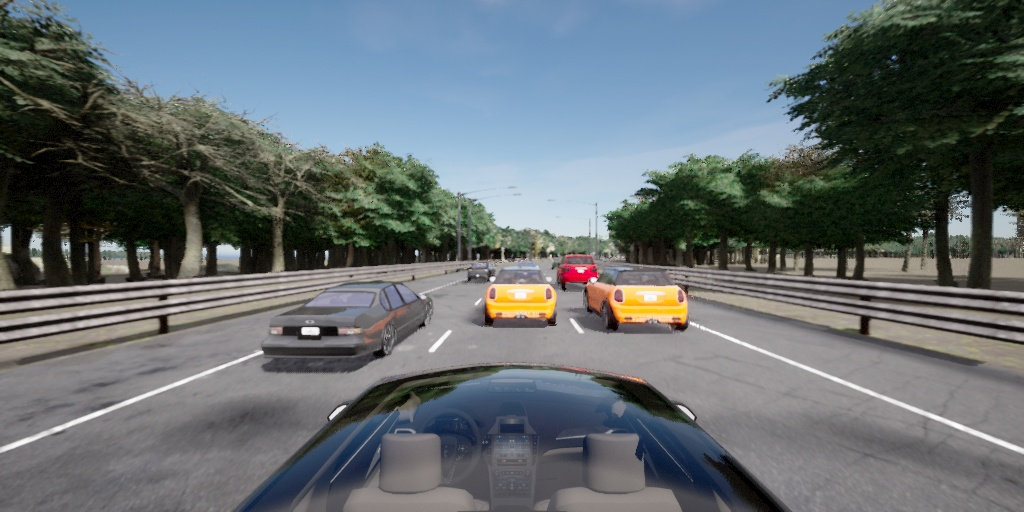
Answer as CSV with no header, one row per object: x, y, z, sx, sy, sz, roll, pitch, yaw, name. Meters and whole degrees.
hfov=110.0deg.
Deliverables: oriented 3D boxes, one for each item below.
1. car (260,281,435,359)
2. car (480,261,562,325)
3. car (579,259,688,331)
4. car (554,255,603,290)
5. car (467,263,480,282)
-3.310,1.304,8.490,2.033,1.411,5.357,0,0,1,car
0.294,1.119,12.067,2.097,1.767,4.553,0,0,2,car
3.611,1.098,11.272,2.097,1.767,4.553,0,0,2,car
4.107,0.968,23.099,2.150,2.045,5.566,0,0,4,car
-2.387,1.279,29.073,2.128,1.511,4.902,0,0,4,car
